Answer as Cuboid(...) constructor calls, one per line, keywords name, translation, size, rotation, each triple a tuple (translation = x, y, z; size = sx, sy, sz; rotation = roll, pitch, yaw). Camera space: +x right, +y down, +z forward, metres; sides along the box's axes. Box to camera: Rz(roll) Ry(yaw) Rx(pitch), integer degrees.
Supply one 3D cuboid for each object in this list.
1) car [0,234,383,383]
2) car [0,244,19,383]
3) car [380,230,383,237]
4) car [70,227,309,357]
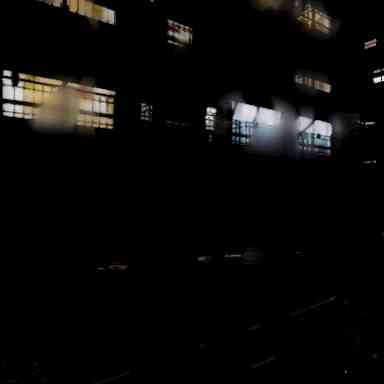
Cuboid(name="car", translation=(-0.468, 1.362, 3.043), size=(4.553, 1.767, 2.097), rotation=(1, 0, -35))
Cuboid(name="car", translation=(-4.401, 1.538, 3.419), size=(4.403, 1.369, 2.008), rotation=(1, 0, -35))
Cuboid(name="car", translation=(9.130, 1.565, 13.064), size=(4.097, 1.590, 1.967), rotation=(1, 0, -35))
Cuboid(name="car", translation=(0.109, 1.581, 6.633), size=(4.403, 1.369, 2.008), rotation=(1, 0, -35))
